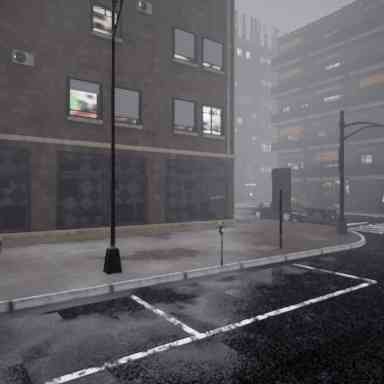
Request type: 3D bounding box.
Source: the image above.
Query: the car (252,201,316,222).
[{"bbox_3d":[6.299,1.358,24.198,2.008,1.369,4.403,1,0,-36],"label":"car"}]

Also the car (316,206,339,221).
[{"bbox_3d":[8.669,1.420,25.369,1.895,1.301,4.718,0,1,-37],"label":"car"}]

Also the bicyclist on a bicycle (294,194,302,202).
[{"bbox_3d":[11.564,1.038,36.211,1.656,1.620,0.582,0,1,-36],"label":"bicyclist on a bicycle"}]
